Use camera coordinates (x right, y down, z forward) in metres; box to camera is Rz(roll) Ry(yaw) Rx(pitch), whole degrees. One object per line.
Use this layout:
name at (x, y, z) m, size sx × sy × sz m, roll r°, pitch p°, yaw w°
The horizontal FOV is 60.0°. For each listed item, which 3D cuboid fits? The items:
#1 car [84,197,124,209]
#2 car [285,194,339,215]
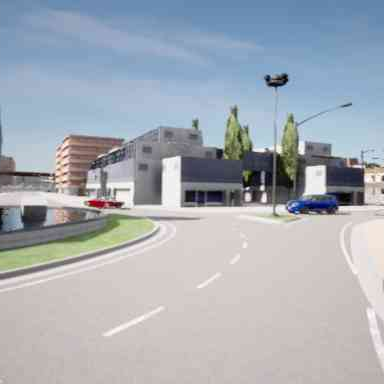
car at (-10.317, 1.278, 38.732) m, size 4.718 × 1.301 × 1.895 m, roll 1°, pitch 0°, yaw 28°
car at (12.332, 1.273, 33.996) m, size 5.566 × 2.045 × 2.150 m, roll 1°, pitch 0°, yaw -19°
